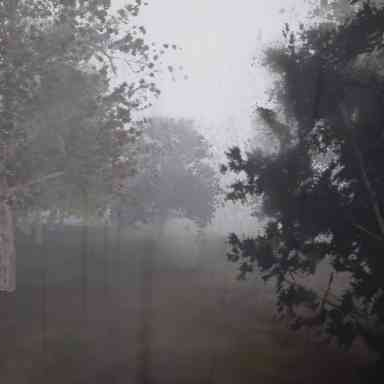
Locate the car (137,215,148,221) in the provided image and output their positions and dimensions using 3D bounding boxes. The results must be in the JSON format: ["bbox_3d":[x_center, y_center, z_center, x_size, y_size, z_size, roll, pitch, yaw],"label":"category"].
[{"bbox_3d":[-8.926,3.606,49.481,2.150,2.045,5.566,0,-3,21],"label":"car"}]

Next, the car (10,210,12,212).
[{"bbox_3d":[-33.059,4.339,55.595,5.566,2.045,2.435,0,0,17],"label":"car"}]
